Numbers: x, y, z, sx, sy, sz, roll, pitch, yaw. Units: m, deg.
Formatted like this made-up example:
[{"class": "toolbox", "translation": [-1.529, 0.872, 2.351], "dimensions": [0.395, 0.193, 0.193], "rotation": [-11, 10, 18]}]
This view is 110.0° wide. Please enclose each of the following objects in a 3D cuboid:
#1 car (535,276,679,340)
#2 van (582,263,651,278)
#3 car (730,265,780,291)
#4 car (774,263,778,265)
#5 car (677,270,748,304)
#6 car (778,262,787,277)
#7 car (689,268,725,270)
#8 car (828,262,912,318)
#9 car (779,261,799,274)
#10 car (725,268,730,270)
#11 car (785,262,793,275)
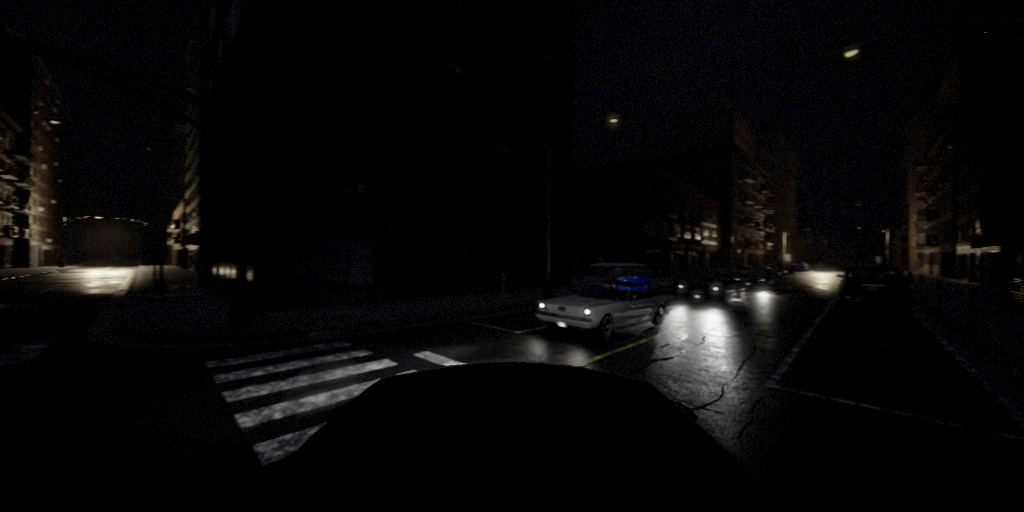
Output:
[{"class": "car", "translation": [2.847, 1.422, 10.466], "dimensions": [4.718, 1.301, 1.895], "rotation": [1, 0, -43]}, {"class": "van", "translation": [4.728, 1.204, 16.068], "dimensions": [1.690, 1.789, 3.998], "rotation": [0, 0, 44]}, {"class": "car", "translation": [16.929, 1.557, 24.887], "dimensions": [1.812, 1.442, 4.674], "rotation": [0, 0, 44]}, {"class": "car", "translation": [27.265, 1.725, 39.160], "dimensions": [1.751, 1.417, 4.829], "rotation": [0, 0, 44]}, {"class": "car", "translation": [9.844, 1.527, 17.645], "dimensions": [1.895, 1.301, 4.718], "rotation": [0, 0, 44]}, {"class": "car", "translation": [31.159, 1.806, 43.150], "dimensions": [2.007, 1.370, 4.403], "rotation": [0, 0, 44]}, {"class": "car", "translation": [12.280, 1.541, 23.806], "dimensions": [1.948, 1.339, 4.313], "rotation": [0, 0, 44]}, {"class": "car", "translation": [14.311, 1.278, 14.274], "dimensions": [2.192, 1.841, 5.009], "rotation": [0, 0, 44]}, {"class": "car", "translation": [38.710, 1.683, 50.888], "dimensions": [2.192, 1.841, 5.009], "rotation": [0, 0, 44]}, {"class": "car", "translation": [16.056, 1.577, 27.675], "dimensions": [1.888, 1.381, 4.507], "rotation": [0, 0, 44]}, {"class": "car", "translation": [34.934, 1.878, 47.019], "dimensions": [1.948, 1.339, 4.313], "rotation": [0, 0, 44]}]
